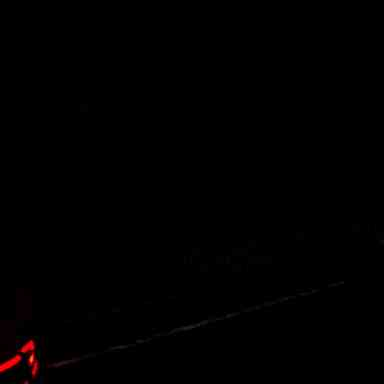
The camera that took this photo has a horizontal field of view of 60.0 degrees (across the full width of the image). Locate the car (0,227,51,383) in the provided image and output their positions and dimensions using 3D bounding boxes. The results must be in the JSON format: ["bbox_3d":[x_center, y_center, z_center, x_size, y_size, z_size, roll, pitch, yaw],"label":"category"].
[{"bbox_3d":[-3.509,1.220,1.181,5.566,2.045,2.150,0,0,-36],"label":"car"}]
